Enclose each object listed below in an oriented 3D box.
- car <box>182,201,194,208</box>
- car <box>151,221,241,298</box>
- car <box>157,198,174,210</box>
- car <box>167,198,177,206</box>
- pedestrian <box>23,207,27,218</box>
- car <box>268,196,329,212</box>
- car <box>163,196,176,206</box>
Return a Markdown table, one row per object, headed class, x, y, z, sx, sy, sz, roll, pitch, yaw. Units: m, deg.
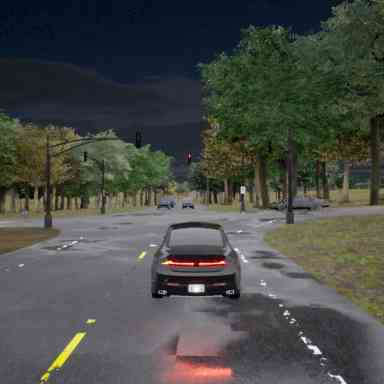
| class | x | y | z | sx | sy | sz | roll | pitch | yaw |
| --- | --- | --- | --- | --- | --- | --- | --- | --- | --- |
| car | -0.662 | 2.112 | 56.225 | 1.895 | 1.301 | 4.718 | 0 | -1 | -1 |
| car | 0.083 | 1.508 | 8.477 | 1.837 | 1.490 | 4.892 | 0 | 0 | 0 |
| car | -4.204 | 2.007 | 50.223 | 1.895 | 1.301 | 4.718 | 0 | -1 | -1 |
| car | -4.815 | 2.393 | 80.647 | 2.097 | 1.767 | 4.553 | 0 | -2 | -1 |
| pedestrian | -18.115 | 2.203 | 36.069 | 0.375 | 1.300 | 0.375 | 0 | 1 | 2 |
| car | 9.926 | 1.110 | 31.129 | 5.357 | 1.411 | 2.033 | -2 | -1 | 2 |
| car | -4.410 | 1.802 | 60.090 | 2.150 | 2.045 | 5.566 | 0 | -1 | -2 |
